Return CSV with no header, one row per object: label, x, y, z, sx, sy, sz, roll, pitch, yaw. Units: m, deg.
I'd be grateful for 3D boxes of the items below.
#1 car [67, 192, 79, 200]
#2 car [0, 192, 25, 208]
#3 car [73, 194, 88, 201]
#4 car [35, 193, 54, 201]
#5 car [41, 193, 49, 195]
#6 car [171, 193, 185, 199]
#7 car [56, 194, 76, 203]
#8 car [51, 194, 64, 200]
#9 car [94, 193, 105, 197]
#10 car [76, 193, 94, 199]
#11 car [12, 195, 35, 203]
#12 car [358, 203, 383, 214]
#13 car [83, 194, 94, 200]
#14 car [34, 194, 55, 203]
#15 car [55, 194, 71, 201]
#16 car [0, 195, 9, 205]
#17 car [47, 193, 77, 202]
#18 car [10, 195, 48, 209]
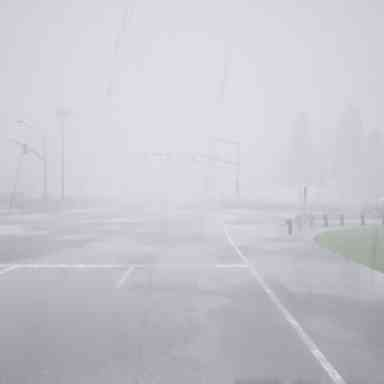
car,-29.588,1.014,82.800,2.097,1.767,4.553,0,0,-10
car,-24.668,1.045,45.419,2.150,2.045,5.566,0,0,0
car,-24.844,1.173,74.528,1.882,1.535,5.008,0,0,-3
car,-31.678,1.063,71.596,2.097,1.767,4.553,0,0,0
car,-24.664,1.269,55.767,2.128,1.511,4.902,0,0,0
car,-3.606,0.964,94.090,2.097,1.767,4.553,0,0,-18
car,-24.608,1.214,65.094,1.882,1.535,5.008,0,0,0
car,-32.916,1.188,81.615,2.128,1.511,4.902,0,0,-10
car,-21.211,1.057,73.005,2.097,1.767,4.553,0,0,-3
car,-21.128,1.219,63.929,1.882,1.535,5.008,0,0,0
car,-31.603,1.343,62.526,1.895,1.301,4.718,0,0,0
car,17.364,1.386,29.346,4.902,1.511,2.128,0,0,8
car,-26.469,1.189,84.909,2.033,1.411,5.357,0,0,-10
car,-28.105,1.248,63.628,1.837,1.490,4.892,0,0,0
car,-28.227,1.202,72.967,1.837,1.490,4.892,0,0,-3
car,-31.658,1.280,53.250,2.128,1.511,4.902,0,0,0
car,-21.171,1.331,54.393,2.033,1.411,5.357,0,0,0
car,-21.167,1.433,43.437,1.895,1.301,4.718,0,0,0
